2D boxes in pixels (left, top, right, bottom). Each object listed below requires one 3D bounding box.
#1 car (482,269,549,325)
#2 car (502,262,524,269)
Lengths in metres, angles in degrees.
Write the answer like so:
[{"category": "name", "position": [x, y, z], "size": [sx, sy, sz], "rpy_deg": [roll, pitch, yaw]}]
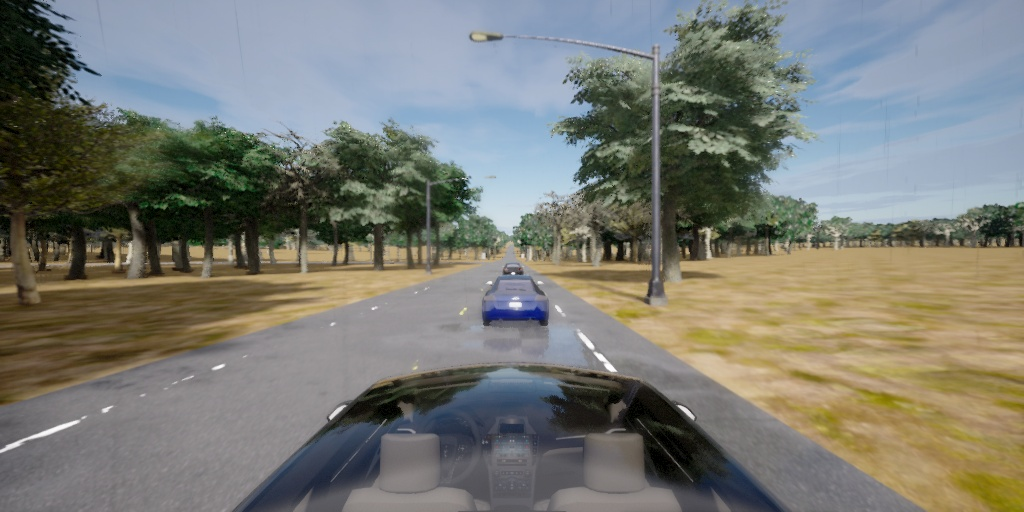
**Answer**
[{"category": "car", "position": [0.100, 1.311, 11.858], "size": [1.994, 1.385, 4.181], "rpy_deg": [0, 0, 0]}, {"category": "car", "position": [0.098, 1.290, 32.274], "size": [1.812, 1.442, 4.674], "rpy_deg": [0, 0, 0]}]
